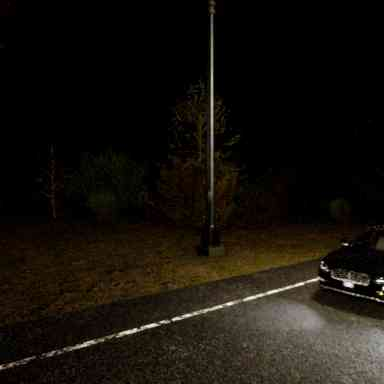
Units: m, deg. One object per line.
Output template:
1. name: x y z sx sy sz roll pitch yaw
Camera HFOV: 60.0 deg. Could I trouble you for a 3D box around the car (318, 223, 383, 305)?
1. car: 4.879 1.504 7.737 4.892 1.490 1.837 0 0 -37
